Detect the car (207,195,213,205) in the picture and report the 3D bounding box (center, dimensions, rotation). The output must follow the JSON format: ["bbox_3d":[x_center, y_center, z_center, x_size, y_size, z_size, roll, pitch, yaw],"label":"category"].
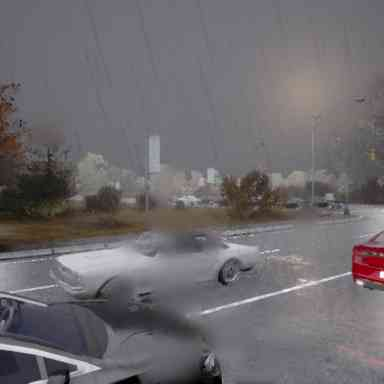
[{"bbox_3d":[2.666,1.256,53.307,2.128,1.511,4.902,-1,0,-39],"label":"car"}]

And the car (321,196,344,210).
[{"bbox_3d":[14.827,1.247,38.134,2.128,1.511,4.902,-1,0,-39],"label":"car"}]

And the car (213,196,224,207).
[{"bbox_3d":[5.399,1.143,44.285,2.097,1.767,4.553,-1,0,-39],"label":"car"}]

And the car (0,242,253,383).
[{"bbox_3d":[-1.943,1.492,2.345,4.902,1.511,2.128,0,0,-35],"label":"car"}]

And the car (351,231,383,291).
[{"bbox_3d":[5.776,1.445,7.856,5.008,1.535,1.882,0,0,-35],"label":"car"}]

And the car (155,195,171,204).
[{"bbox_3d":[-6.303,1.325,58.973,1.812,1.442,4.674,-1,0,-39],"label":"car"}]

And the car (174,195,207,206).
[{"bbox_3d":[-0.270,1.321,51.366,1.812,1.442,4.674,-1,0,-38],"label":"car"}]

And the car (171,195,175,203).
[{"bbox_3d":[-3.828,1.261,61.479,2.128,1.511,4.902,-1,0,-38],"label":"car"}]

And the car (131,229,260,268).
[{"bbox_3d":[-0.696,1.595,7.793,4.718,1.301,1.895,0,0,-35],"label":"car"}]

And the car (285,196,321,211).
[{"bbox_3d":[11.211,1.279,37.027,2.128,1.511,4.902,-1,0,-39],"label":"car"}]
